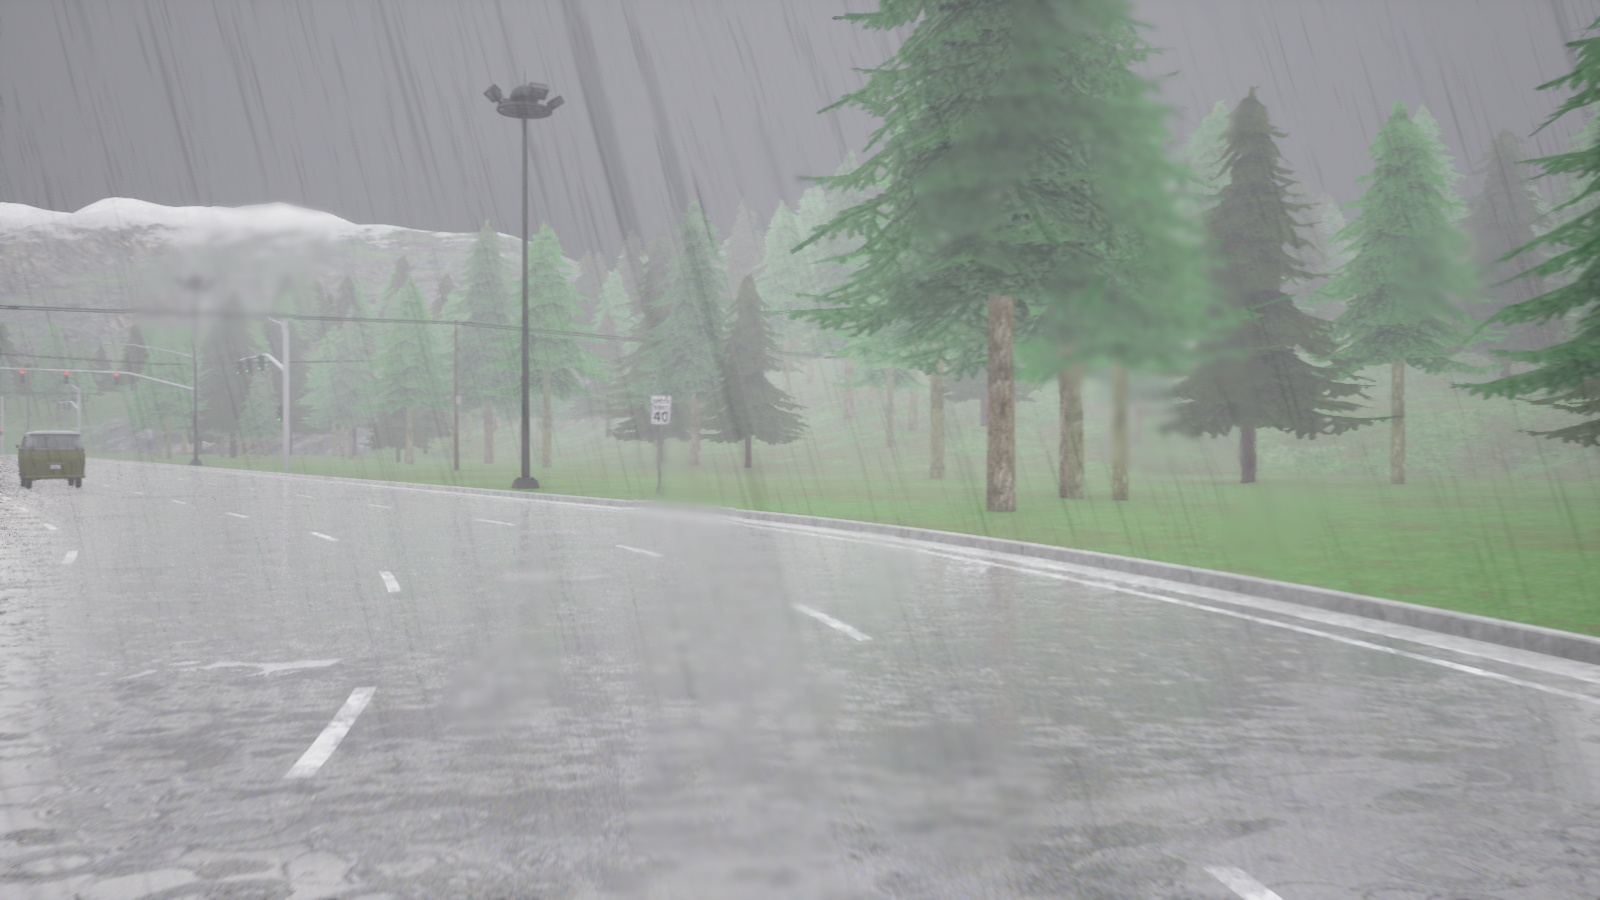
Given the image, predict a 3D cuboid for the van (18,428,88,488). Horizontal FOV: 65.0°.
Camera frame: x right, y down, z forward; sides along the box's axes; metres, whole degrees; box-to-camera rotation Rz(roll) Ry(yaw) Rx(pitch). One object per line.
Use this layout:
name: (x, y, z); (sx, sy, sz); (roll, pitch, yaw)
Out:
van: (-25.970, 0.253, 43.591); (1.775, 1.987, 4.442); (0, 0, -35)
